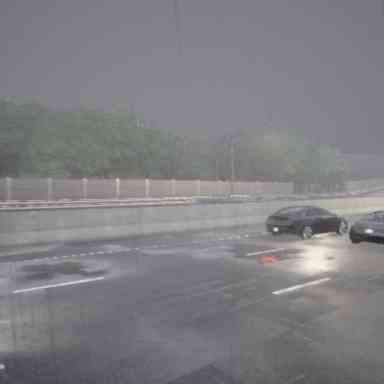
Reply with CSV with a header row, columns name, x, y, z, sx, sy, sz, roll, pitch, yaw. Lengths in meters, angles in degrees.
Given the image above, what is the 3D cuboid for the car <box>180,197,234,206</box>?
name,x,y,z,sx,sy,sz,roll,pitch,yaw
car,0.667,1.250,25.930,4.553,1.767,2.097,-1,1,-35

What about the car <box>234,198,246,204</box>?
name,x,y,z,sx,sy,sz,roll,pitch,yaw
car,7.693,1.203,39.456,4.892,1.490,1.837,0,0,-35

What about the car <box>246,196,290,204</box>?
name,x,y,z,sx,sy,sz,roll,pitch,yaw
car,8.541,1.226,35.777,4.892,1.490,1.837,0,0,-35

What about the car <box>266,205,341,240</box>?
name,x,y,z,sx,sy,sz,roll,pitch,yaw
car,5.764,1.419,16.429,4.892,1.490,1.837,-1,0,-35

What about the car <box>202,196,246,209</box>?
name,x,y,z,sx,sy,sz,roll,pitch,yaw
car,4.019,1.275,41.157,5.357,1.411,2.033,-1,1,-35

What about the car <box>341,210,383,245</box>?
name,x,y,z,sx,sy,sz,roll,pitch,yaw
car,8.528,1.469,14.098,4.181,1.385,1.994,-1,0,-35
